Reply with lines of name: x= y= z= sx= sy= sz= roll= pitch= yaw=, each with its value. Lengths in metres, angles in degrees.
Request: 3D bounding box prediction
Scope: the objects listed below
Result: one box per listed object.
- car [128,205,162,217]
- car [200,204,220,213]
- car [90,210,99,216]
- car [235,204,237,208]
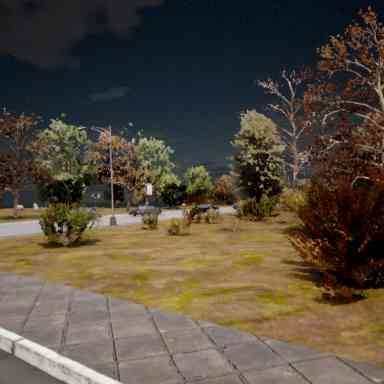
car: x=-6.170 y=2.508 z=44.701 sx=2.033 sy=1.411 sz=5.357 roll=-3 pitch=-2 yaw=32
car: x=1.955 y=2.253 z=44.149 sx=1.895 sy=1.301 sz=4.718 roll=-3 pitch=-2 yaw=32
car: x=-12.194 y=2.456 z=35.124 sx=2.033 sy=1.411 sz=5.357 roll=-3 pitch=-2 yaw=32
car: x=9.381 y=2.581 z=62.524 sx=1.895 sy=1.301 sz=4.718 roll=-3 pitch=-2 yaw=33
